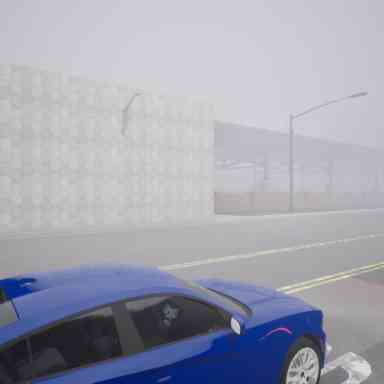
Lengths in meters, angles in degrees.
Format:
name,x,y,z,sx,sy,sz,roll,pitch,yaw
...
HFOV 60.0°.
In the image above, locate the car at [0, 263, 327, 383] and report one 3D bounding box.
name,x,y,z,sx,sy,sz,roll,pitch,yaw
car,-0.691,1.478,3.256,5.008,1.535,1.882,0,0,-36
